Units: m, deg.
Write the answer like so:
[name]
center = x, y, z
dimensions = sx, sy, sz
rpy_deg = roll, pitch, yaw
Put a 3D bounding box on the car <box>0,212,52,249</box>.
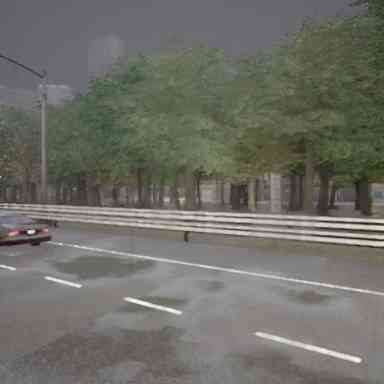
[car]
center = -8.073, 1.552, 13.922
dimensions = 5.357, 1.411, 2.033
rpy_deg = 0, 0, 35
